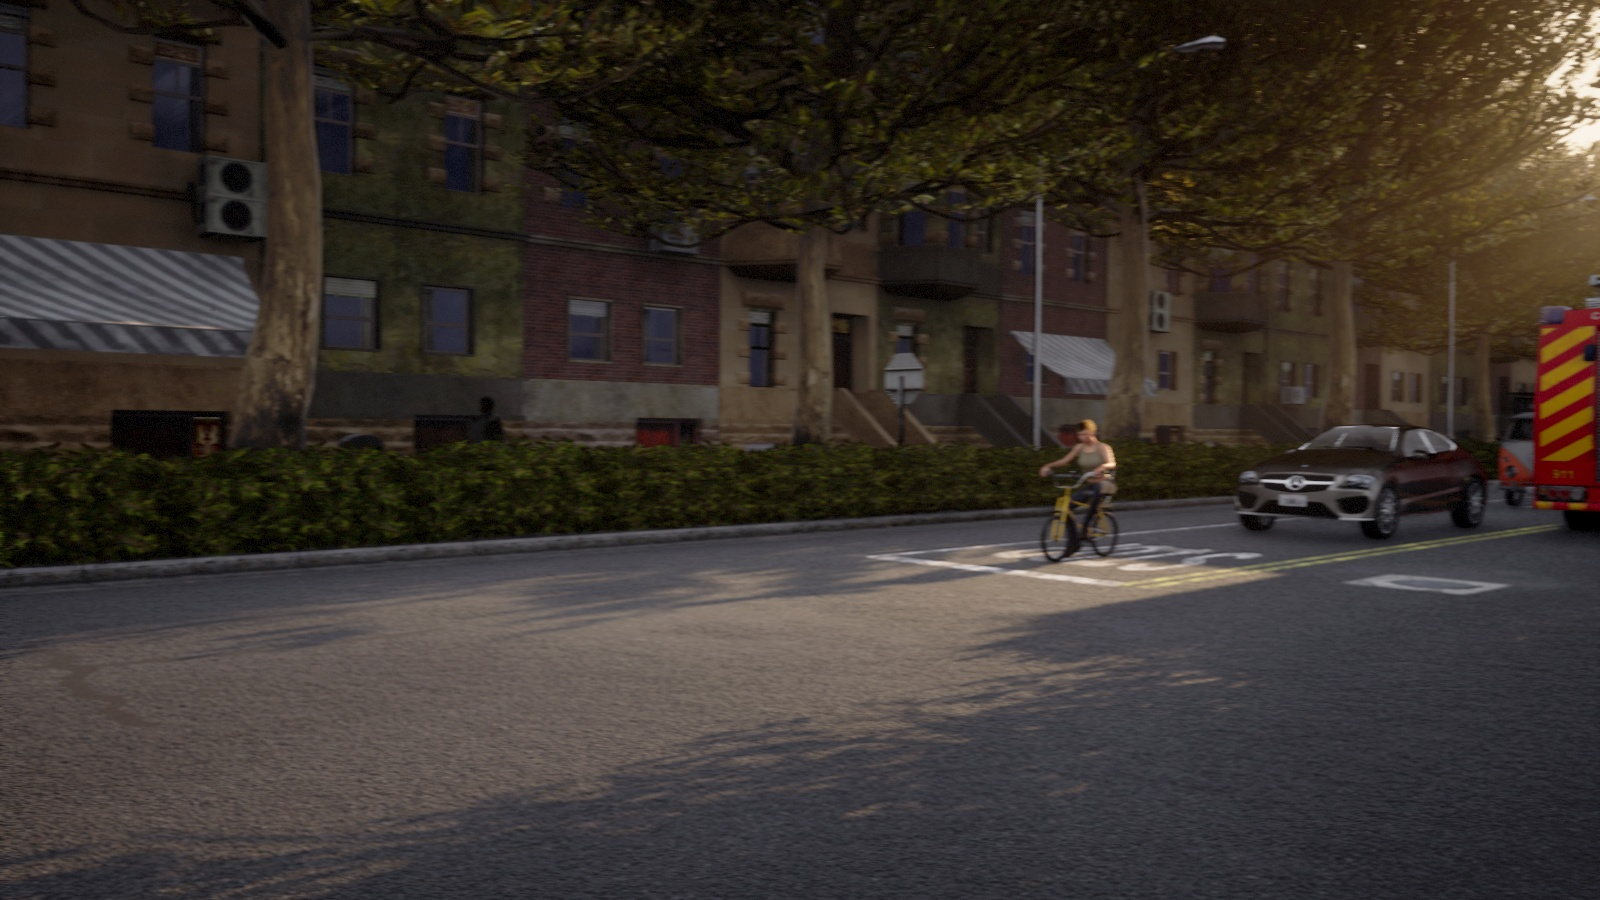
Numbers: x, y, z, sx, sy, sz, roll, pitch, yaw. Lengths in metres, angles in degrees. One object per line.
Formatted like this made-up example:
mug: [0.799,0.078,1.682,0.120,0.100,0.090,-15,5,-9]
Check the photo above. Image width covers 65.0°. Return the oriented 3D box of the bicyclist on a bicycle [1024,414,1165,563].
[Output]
bicyclist on a bicycle: [3.384,0.398,14.383,1.509,1.612,0.866,-1,1,-43]

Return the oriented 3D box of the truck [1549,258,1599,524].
truck: [15.197,-0.921,20.379,8.468,3.827,2.891,-1,1,-42]

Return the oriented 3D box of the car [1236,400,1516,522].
car: [9.056,0.098,19.533,5.027,1.651,2.152,-1,1,-42]

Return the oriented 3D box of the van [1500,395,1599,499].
van: [16.387,-0.114,26.197,4.442,1.987,1.775,-2,2,-42]

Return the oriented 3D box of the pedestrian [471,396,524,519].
pedestrian: [-4.822,0.109,20.021,0.692,1.930,0.395,-1,1,-41]
